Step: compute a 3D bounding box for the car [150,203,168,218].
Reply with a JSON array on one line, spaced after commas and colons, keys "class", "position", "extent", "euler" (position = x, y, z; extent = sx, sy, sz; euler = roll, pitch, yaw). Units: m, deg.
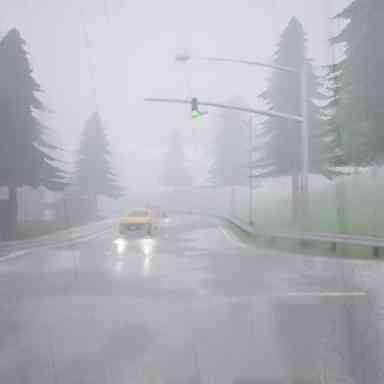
[{"class": "car", "position": [-3.986, 2.002, 35.532], "extent": [1.837, 1.490, 4.892], "euler": [1, 0, -21]}]

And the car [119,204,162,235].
[{"class": "car", "position": [-3.309, 1.783, 21.236], "extent": [1.882, 1.535, 5.008], "euler": [0, -1, 1]}]
